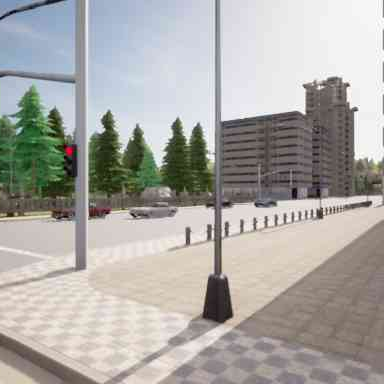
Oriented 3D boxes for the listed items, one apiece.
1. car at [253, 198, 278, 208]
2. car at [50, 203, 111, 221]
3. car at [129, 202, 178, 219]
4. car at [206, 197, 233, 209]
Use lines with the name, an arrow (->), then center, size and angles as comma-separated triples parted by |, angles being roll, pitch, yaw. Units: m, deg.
car -> 10.923, 1.542, 48.960 | 2.033, 1.411, 5.357 | 0, 0, 36
car -> -9.039, 1.593, 27.166 | 1.895, 1.301, 4.718 | 0, 0, 36
car -> -3.312, 1.594, 29.166 | 1.895, 1.301, 4.718 | 0, 0, 36
car -> 3.735, 1.470, 45.014 | 1.882, 1.535, 5.008 | 0, 0, 36
